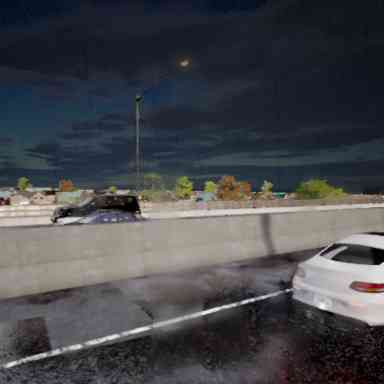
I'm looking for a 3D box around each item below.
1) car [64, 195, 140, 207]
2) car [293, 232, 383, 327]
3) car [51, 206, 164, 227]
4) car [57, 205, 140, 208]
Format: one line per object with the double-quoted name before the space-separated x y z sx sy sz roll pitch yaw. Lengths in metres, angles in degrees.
"car" -5.925 1.211 21.231 5.566 2.045 2.150 0 0 -35
"car" 3.915 1.520 6.508 4.674 1.442 1.812 0 0 -35
"car" -3.596 1.540 14.307 5.357 1.411 2.033 0 0 -35
"car" -4.710 1.591 17.803 4.718 1.301 1.895 0 0 -35
